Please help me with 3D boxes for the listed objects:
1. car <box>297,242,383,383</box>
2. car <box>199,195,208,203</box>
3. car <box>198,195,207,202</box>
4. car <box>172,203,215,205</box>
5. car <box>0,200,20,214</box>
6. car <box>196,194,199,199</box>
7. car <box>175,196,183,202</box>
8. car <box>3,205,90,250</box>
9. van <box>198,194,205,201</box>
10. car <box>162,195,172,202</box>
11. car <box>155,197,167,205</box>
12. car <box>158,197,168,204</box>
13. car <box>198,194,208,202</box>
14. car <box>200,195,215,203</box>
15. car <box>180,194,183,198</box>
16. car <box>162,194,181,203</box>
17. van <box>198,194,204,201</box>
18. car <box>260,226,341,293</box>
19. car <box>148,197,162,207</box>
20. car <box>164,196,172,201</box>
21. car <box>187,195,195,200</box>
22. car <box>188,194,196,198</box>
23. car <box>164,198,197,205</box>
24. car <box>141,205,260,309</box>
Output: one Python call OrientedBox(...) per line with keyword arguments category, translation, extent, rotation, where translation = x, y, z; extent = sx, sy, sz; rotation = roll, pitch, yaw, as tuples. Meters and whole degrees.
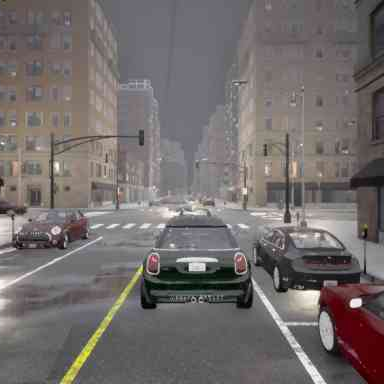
OrientedBox(category="car", translation=(2.684, 1.545, 3.154), extent=(1.887, 1.381, 4.507), rotation=(0, 0, 0))
OrientedBox(category="car", translation=(2.528, 1.541, 74.601), extent=(1.967, 1.590, 4.097), rotation=(0, 0, 0))
OrientedBox(category="car", translation=(2.491, 1.560, 80.107), extent=(1.967, 1.590, 4.097), rotation=(0, 0, 0))
OrientedBox(category="car", translation=(0.139, 1.497, 15.345), extent=(2.128, 1.511, 4.902), rotation=(0, 0, 0))
OrientedBox(category="car", translation=(-17.594, 1.403, 30.197), extent=(5.008, 1.535, 1.882), rotation=(0, 0, -2))
OrientedBox(category="car", translation=(2.566, 1.399, 69.094), extent=(2.192, 1.841, 5.009), rotation=(0, 0, 0))
OrientedBox(category="car", translation=(-3.205, 1.711, 83.557), extent=(1.895, 1.301, 4.718), rotation=(0, 0, 0))
OrientedBox(category="car", translation=(-5.813, 1.445, 14.156), extent=(1.967, 1.590, 4.097), rotation=(0, 0, 0))
OrientedBox(category="van", translation=(2.454, 1.481, 85.615), extent=(1.690, 1.788, 3.998), rotation=(0, 0, 0))
OrientedBox(category="car", translation=(-6.034, 1.559, 80.058), extent=(1.967, 1.590, 4.097), rotation=(0, 0, 0))
OrientedBox(category="car", translation=(-5.922, 1.613, 63.533), extent=(1.887, 1.381, 4.507), rotation=(0, 0, 0))
OrientedBox(category="car", translation=(-5.960, 1.665, 69.041), extent=(1.802, 1.307, 4.206), rotation=(0, 0, 0))
OrientedBox(category="car", translation=(2.602, 1.595, 63.756), extent=(1.752, 1.417, 4.829), rotation=(0, 0, 0))
OrientedBox(category="car", translation=(2.679, 1.590, 52.572), extent=(1.887, 1.381, 4.507), rotation=(0, 0, 0))
OrientedBox(category="car", translation=(-3.114, 1.433, 68.676), extent=(2.097, 1.767, 4.553), rotation=(0, 0, 0))
OrientedBox(category="car", translation=(-3.080, 1.548, 51.295), extent=(1.837, 1.490, 4.892), rotation=(0, 0, 0))
OrientedBox(category="van", translation=(2.415, 1.504, 91.122), extent=(1.690, 1.788, 3.998), rotation=(0, 0, 0))
OrientedBox(category="car", translation=(2.698, 1.553, 8.645), extent=(2.008, 1.369, 4.403), rotation=(0, 0, 0))
OrientedBox(category="car", translation=(-5.847, 1.595, 52.517), extent=(2.008, 1.369, 4.403), rotation=(0, 0, 0))
OrientedBox(category="car", translation=(-6.073, 1.721, 85.565), extent=(1.802, 1.307, 4.206), rotation=(0, 0, 0))
OrientedBox(category="car", translation=(-0.249, 1.543, 90.051), extent=(1.994, 1.385, 4.181), rotation=(0, 0, 0))
OrientedBox(category="car", translation=(-0.181, 1.707, 80.076), extent=(1.895, 1.301, 4.718), rotation=(0, 0, 0))
OrientedBox(category="car", translation=(-1.290, 1.622, 37.155), extent=(1.895, 1.301, 4.718), rotation=(0, 0, -21))
OrientedBox(category="car", translation=(0.069, 1.355, 8.043), extent=(2.097, 1.767, 4.553), rotation=(0, 0, -1))
